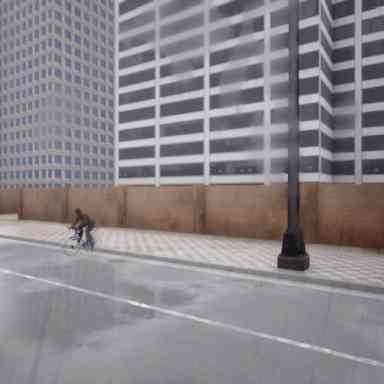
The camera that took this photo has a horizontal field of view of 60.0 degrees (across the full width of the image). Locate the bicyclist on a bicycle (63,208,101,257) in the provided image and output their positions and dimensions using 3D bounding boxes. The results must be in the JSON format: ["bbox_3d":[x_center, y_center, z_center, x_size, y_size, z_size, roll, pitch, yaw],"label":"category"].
[{"bbox_3d":[-3.877,1.386,11.804,0.582,1.620,1.656,0,4,33],"label":"bicyclist on a bicycle"}]
